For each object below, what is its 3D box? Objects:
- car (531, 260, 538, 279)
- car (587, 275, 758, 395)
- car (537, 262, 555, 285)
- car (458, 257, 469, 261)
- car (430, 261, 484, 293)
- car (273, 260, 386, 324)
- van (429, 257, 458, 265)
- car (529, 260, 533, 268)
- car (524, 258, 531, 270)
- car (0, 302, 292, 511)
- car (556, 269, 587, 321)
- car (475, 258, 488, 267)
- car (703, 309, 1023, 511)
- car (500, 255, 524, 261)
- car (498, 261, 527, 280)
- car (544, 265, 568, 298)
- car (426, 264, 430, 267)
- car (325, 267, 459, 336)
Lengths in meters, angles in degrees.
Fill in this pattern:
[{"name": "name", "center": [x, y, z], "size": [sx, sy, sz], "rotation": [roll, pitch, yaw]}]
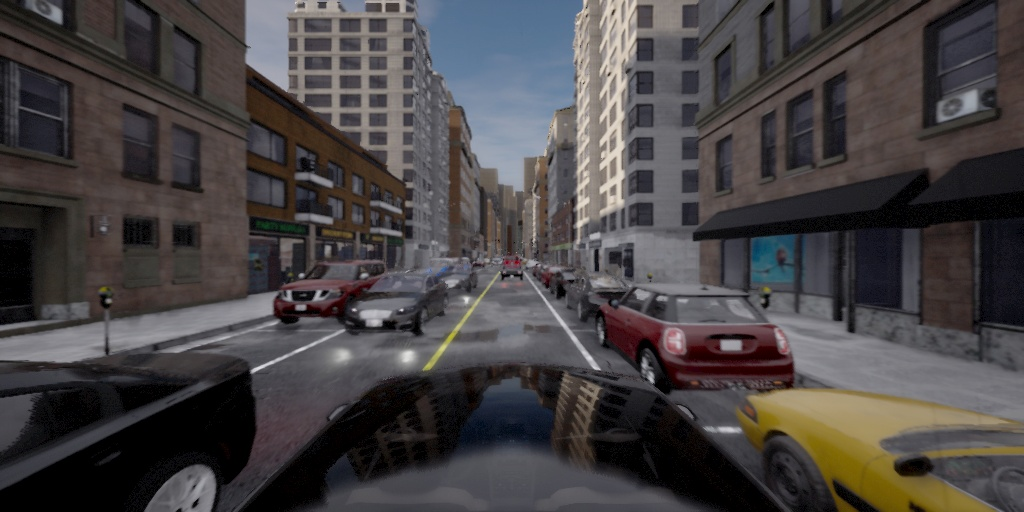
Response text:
[{"name": "car", "center": [2.862, 1.286, 28.717], "size": [2.007, 1.370, 4.403], "rotation": [0, 0, 0]}, {"name": "car", "center": [2.859, 1.188, 6.613], "size": [1.967, 1.591, 4.097], "rotation": [0, 0, 0]}, {"name": "car", "center": [2.861, 1.285, 23.192], "size": [1.888, 1.381, 4.507], "rotation": [0, 0, 0]}, {"name": "car", "center": [-5.663, 1.046, 34.245], "size": [2.192, 1.841, 5.009], "rotation": [0, 0, 0]}, {"name": "car", "center": [-3.051, 1.233, 20.897], "size": [2.128, 1.511, 4.902], "rotation": [0, 0, 0]}, {"name": "car", "center": [-5.666, 1.061, 12.141], "size": [2.192, 1.841, 5.009], "rotation": [0, 0, 0]}, {"name": "van", "center": [-5.664, 1.077, 28.719], "size": [1.690, 1.789, 3.998], "rotation": [0, 0, 0]}, {"name": "car", "center": [2.862, 1.313, 34.243], "size": [1.802, 1.307, 4.207], "rotation": [0, 0, 0]}, {"name": "car", "center": [3.006, 1.237, 52.277], "size": [1.812, 1.442, 4.674], "rotation": [0, 0, 0]}, {"name": "car", "center": [-3.095, 1.228, 0.888], "size": [1.882, 1.535, 5.008], "rotation": [0, 0, 1]}, {"name": "car", "center": [2.859, 1.296, 12.139], "size": [2.007, 1.370, 4.403], "rotation": [0, 0, 0]}, {"name": "car", "center": [-5.661, 1.140, 61.874], "size": [1.967, 1.591, 4.097], "rotation": [0, 0, 0]}, {"name": "car", "center": [2.858, 1.275, 1.257], "size": [1.751, 1.417, 4.829], "rotation": [0, 0, 0]}, {"name": "car", "center": [0.045, 0.944, 44.396], "size": [2.150, 2.045, 5.566], "rotation": [0, 0, 1]}, {"name": "car", "center": [0.007, 1.335, 30.657], "size": [1.895, 1.301, 4.718], "rotation": [0, 0, 0]}, {"name": "car", "center": [2.860, 1.309, 17.665], "size": [1.948, 1.339, 4.313], "rotation": [0, 0, 0]}, {"name": "car", "center": [-5.665, 1.294, 17.667], "size": [2.007, 1.370, 4.403], "rotation": [0, 0, 0]}, {"name": "car", "center": [-3.089, 1.239, 10.513], "size": [2.128, 1.511, 4.902], "rotation": [0, 0, 0]}]
